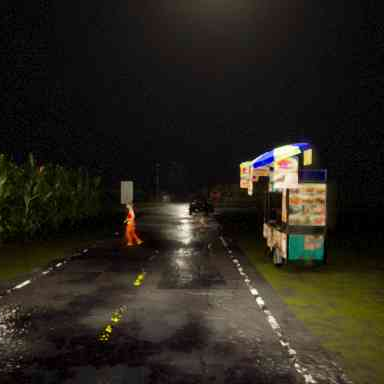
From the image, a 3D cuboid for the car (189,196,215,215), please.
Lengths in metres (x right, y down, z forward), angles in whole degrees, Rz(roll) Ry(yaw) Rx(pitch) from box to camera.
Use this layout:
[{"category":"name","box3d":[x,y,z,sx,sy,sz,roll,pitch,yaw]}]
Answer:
[{"category":"car","box3d":[1.083,1.475,33.191,2.128,1.511,4.902,0,0,15]}]

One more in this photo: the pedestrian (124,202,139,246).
[{"category":"pedestrian","box3d":[-2.494,1.288,13.663,0.375,1.860,0.375,-1,1,-3]}]

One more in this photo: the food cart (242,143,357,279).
[{"category":"food cart","box3d":[3.188,0.461,11.092,2.280,3.560,4.660,1,1,0]}]

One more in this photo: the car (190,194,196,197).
[{"category":"car","box3d":[0.296,1.473,89.150,1.895,1.301,4.718,0,0,0]}]
